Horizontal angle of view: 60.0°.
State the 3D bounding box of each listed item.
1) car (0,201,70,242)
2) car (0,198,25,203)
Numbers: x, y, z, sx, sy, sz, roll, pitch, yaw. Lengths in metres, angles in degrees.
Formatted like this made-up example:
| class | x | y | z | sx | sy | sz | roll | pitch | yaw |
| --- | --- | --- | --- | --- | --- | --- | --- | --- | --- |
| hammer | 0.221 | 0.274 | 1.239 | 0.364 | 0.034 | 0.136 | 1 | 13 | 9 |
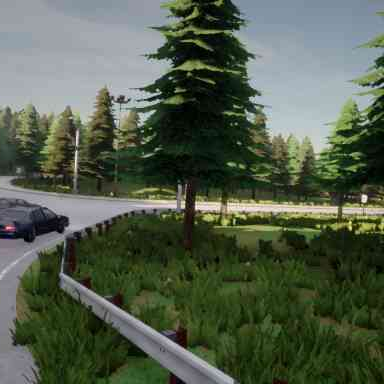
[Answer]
| class | x | y | z | sx | sy | sz | roll | pitch | yaw |
| --- | --- | --- | --- | --- | --- | --- | --- | --- | --- |
| car | -7.597 | 1.372 | 15.551 | 2.033 | 1.411 | 5.357 | 4 | 1 | 3 |
| car | -10.671 | 1.070 | 18.891 | 2.033 | 1.411 | 5.357 | 4 | 2 | 3 |
